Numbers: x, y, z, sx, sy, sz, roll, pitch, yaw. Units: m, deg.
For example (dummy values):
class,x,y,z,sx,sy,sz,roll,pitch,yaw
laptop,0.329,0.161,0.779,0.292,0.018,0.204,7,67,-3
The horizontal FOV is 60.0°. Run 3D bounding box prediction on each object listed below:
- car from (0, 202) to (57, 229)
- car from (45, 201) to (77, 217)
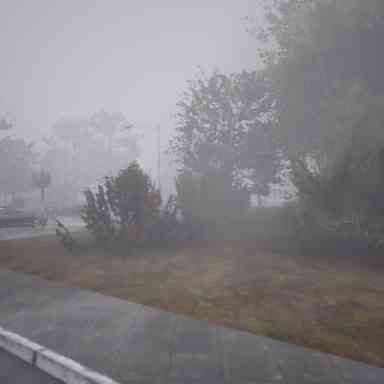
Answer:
class,x,y,z,sx,sy,sz,roll,pitch,yaw
car,-11.096,1.581,19.945,2.128,1.511,4.902,0,0,32
car,-11.515,1.723,32.601,1.895,1.301,4.718,0,0,32
